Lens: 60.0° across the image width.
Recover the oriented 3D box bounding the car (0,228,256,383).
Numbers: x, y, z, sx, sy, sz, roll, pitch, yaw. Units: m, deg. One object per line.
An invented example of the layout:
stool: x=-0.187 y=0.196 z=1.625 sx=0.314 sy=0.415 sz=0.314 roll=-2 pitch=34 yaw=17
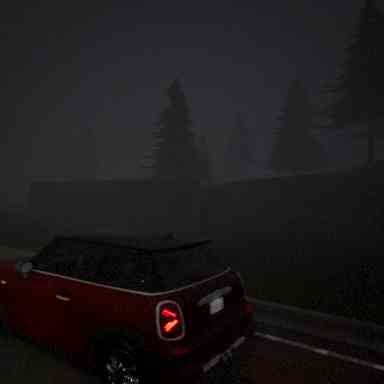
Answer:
car: x=-1.425 y=1.359 z=5.168 sx=4.553 sy=1.767 sz=2.097 roll=0 pitch=0 yaw=36
